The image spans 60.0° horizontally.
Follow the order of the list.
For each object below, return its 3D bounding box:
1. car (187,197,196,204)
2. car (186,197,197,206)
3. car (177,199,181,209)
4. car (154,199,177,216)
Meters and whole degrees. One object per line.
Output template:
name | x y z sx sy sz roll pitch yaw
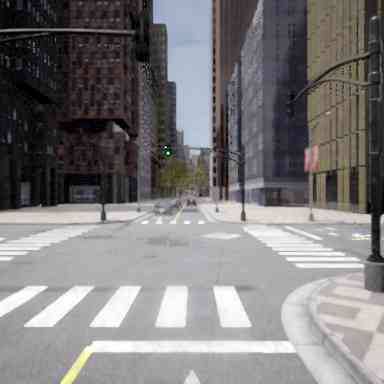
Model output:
car | -0.121 1.973 75.075 2.128 1.511 4.902 0 0 0
car | -0.097 2.058 65.070 1.812 1.442 4.674 0 0 0
car | -3.130 1.956 52.784 1.812 1.442 4.674 0 -1 0
car | -3.123 1.791 36.758 2.128 1.511 4.902 0 0 0
